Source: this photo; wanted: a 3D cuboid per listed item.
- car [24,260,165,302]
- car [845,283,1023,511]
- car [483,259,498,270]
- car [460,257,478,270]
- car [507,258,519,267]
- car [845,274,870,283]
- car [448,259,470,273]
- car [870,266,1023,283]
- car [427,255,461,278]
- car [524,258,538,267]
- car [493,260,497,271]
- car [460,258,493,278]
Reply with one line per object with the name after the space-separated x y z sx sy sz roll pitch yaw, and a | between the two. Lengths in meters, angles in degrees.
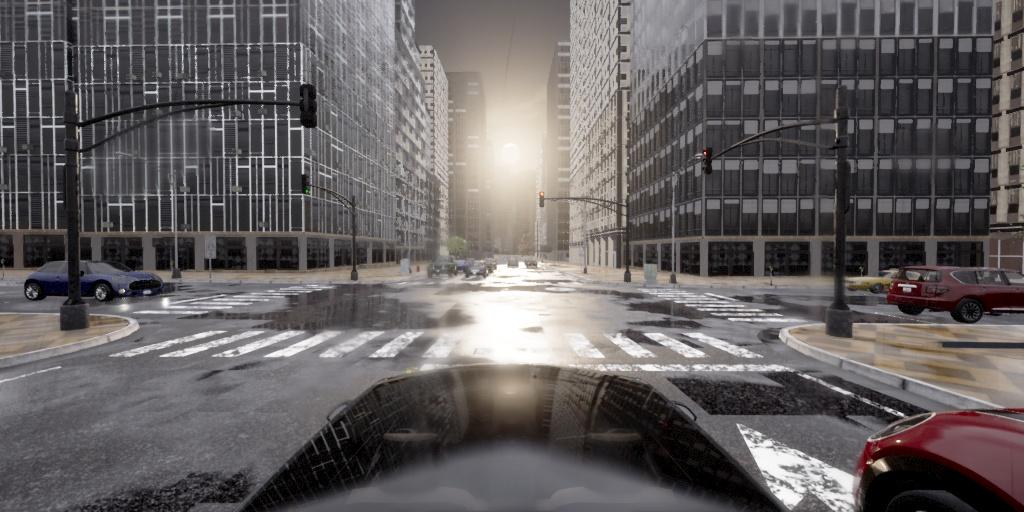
-18.151 0.971 15.742 4.553 1.767 2.097 1 1 3 | car
3.253 1.103 0.410 2.097 1.767 4.553 0 0 0 | car
-3.176 1.261 53.925 2.033 1.411 5.357 0 0 0 | car
-6.423 1.065 53.816 2.097 1.767 4.553 0 0 0 | car
0.199 1.267 63.362 1.994 1.385 4.181 0 0 0 | car
21.862 1.409 20.791 4.829 1.417 1.751 0 0 1 | car
-6.464 1.201 44.148 1.882 1.535 5.008 0 0 0 | car
16.224 1.281 12.525 5.009 1.841 2.192 0 0 1 | car
-6.487 0.954 34.183 2.150 2.045 5.566 0 0 0 | car
3.449 1.303 63.380 1.895 1.301 4.718 0 0 0 | car
-3.218 1.325 43.222 1.895 1.301 4.718 0 0 0 | car
-3.246 1.224 33.941 2.128 1.511 4.902 0 0 1 | car
